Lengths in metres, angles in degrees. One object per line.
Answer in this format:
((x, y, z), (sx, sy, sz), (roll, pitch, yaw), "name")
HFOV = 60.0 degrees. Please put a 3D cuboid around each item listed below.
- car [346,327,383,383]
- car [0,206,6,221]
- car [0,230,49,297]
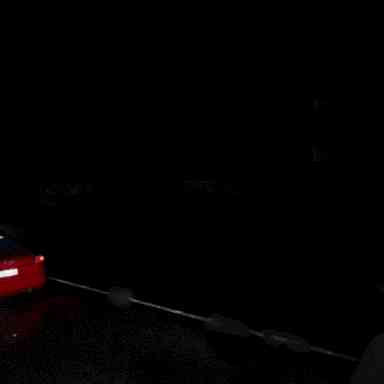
((3.315, 1.601, 1.615), (4.718, 1.301, 1.895), (0, 0, 36), "car")
((-16.050, 1.314, 23.780), (2.097, 1.767, 4.553), (0, 0, 37), "car")
((-5.206, 1.564, 7.754), (4.181, 1.385, 1.994), (0, 0, 37), "car")
